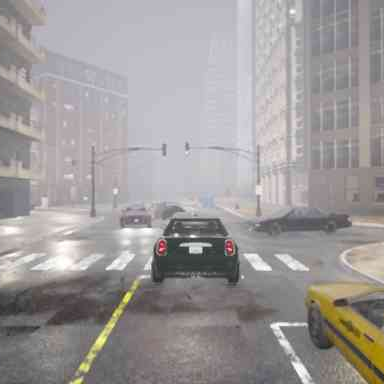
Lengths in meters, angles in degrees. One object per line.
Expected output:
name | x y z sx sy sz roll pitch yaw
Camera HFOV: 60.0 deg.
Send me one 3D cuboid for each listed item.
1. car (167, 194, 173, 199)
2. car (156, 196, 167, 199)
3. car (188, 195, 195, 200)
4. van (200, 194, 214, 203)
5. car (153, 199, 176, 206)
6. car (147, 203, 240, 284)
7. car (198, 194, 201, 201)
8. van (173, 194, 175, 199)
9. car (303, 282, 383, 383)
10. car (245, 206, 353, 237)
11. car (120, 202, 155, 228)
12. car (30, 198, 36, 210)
car | -5.311 1.516 63.337 1.967 1.590 4.097 0 0 0
car | -5.311 1.575 52.061 1.752 1.417 4.829 0 0 0
car | 0.002 1.647 92.860 1.882 1.535 5.008 0 0 0
van | 2.570 1.391 52.231 1.690 1.788 3.998 0 0 0
car | -1.926 1.540 27.655 1.812 1.442 4.674 0 0 -18
car | 0.093 1.354 9.756 2.097 1.767 4.553 0 0 0
car | 2.569 1.652 74.440 1.887 1.381 4.507 0 0 0
van | -5.310 1.482 85.545 1.690 1.788 3.998 0 0 0
car | 2.570 1.526 3.406 1.752 1.417 4.829 0 0 0
car | 5.602 1.480 17.556 5.357 1.411 2.033 -1 0 -9
car | -3.758 1.574 22.411 1.994 1.385 4.181 0 0 -10
car | -23.121 1.433 44.593 5.566 2.045 2.150 -1 -1 40
